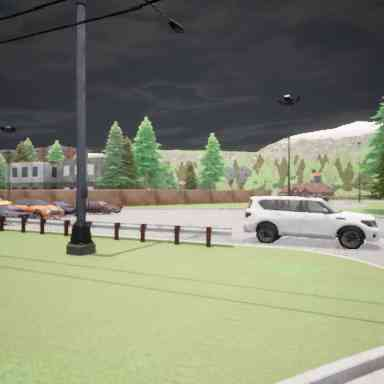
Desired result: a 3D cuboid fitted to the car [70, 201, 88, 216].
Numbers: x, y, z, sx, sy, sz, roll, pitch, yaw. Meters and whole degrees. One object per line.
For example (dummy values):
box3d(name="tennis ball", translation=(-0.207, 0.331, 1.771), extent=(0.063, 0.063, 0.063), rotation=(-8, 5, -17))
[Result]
box3d(name="car", translation=(-12.599, 1.546, 30.804), extent=(5.357, 1.411, 2.033), rotation=(0, 0, 26))

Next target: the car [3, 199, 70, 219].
box3d(name="car", translation=(-12.608, 1.351, 26.926), extent=(4.553, 1.767, 2.097), rotation=(0, 0, 26))

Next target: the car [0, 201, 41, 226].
box3d(name="car", translation=(-13.066, 1.564, 23.267), extent=(4.181, 1.385, 1.994), rotation=(0, 0, 26))

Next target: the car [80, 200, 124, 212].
box3d(name="car", translation=(-10.629, 1.597, 39.346), extent=(4.718, 1.301, 1.895), rotation=(0, 0, 12))

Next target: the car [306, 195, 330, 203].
box3d(name="car", translation=(26.376, 1.480, 69.719), extent=(1.837, 1.490, 4.892), rotation=(0, 0, -21))

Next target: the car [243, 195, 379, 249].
box3d(name="car", translation=(5.038, 1.214, 14.599), extent=(5.566, 2.045, 2.150), rotation=(1, 0, 26))

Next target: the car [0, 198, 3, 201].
box3d(name="car", translation=(-24.284, 1.478, 40.281), extent=(5.008, 1.535, 1.882), rotation=(0, 0, 26))

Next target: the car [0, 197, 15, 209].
box3d(name="car", translation=(-26.705, 1.478, 45.343), extent=(5.008, 1.535, 1.882), rotation=(0, 0, 25))

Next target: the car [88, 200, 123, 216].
box3d(name="car", translation=(-9.281, 1.523, 33.111), extent=(4.674, 1.442, 1.812), rotation=(0, 0, 25))

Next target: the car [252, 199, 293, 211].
box3d(name="car", translation=(9.881, 1.591, 40.882), extent=(4.718, 1.301, 1.895), rotation=(0, 0, -22))
